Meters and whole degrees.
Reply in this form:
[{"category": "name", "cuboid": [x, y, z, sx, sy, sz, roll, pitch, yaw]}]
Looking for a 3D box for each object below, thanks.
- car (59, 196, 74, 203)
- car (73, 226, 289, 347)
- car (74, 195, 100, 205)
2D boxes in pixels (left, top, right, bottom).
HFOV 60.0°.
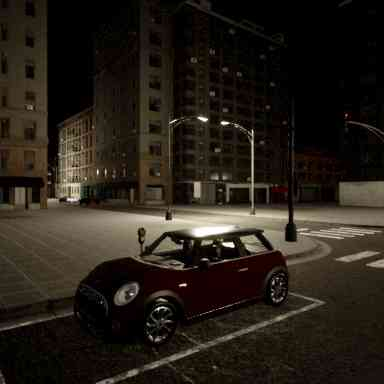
[{"category": "car", "cuboid": [-22.165, 1.275, 59.248, 1.895, 1.301, 4.718, 0, 0, -39]}, {"category": "car", "cuboid": [-0.052, 1.440, 6.265, 4.097, 1.590, 1.967, 0, 0, -38]}, {"category": "car", "cuboid": [-15.842, 1.221, 51.149, 2.128, 1.511, 4.902, 0, 0, -38]}]
